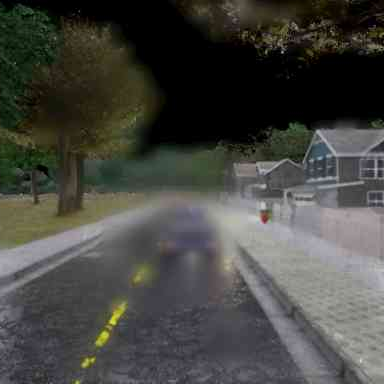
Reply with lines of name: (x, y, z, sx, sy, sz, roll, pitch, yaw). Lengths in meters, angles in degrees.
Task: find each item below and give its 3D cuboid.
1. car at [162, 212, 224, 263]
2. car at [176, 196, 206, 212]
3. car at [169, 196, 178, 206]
car: (0.038, 1.634, 12.108, 1.895, 1.301, 4.718, 0, 0, 0)
car: (0.047, 1.429, 27.649, 2.097, 1.767, 4.553, 0, 0, 1)
car: (-2.792, 1.539, 58.187, 2.097, 1.767, 4.553, 0, 0, 1)
